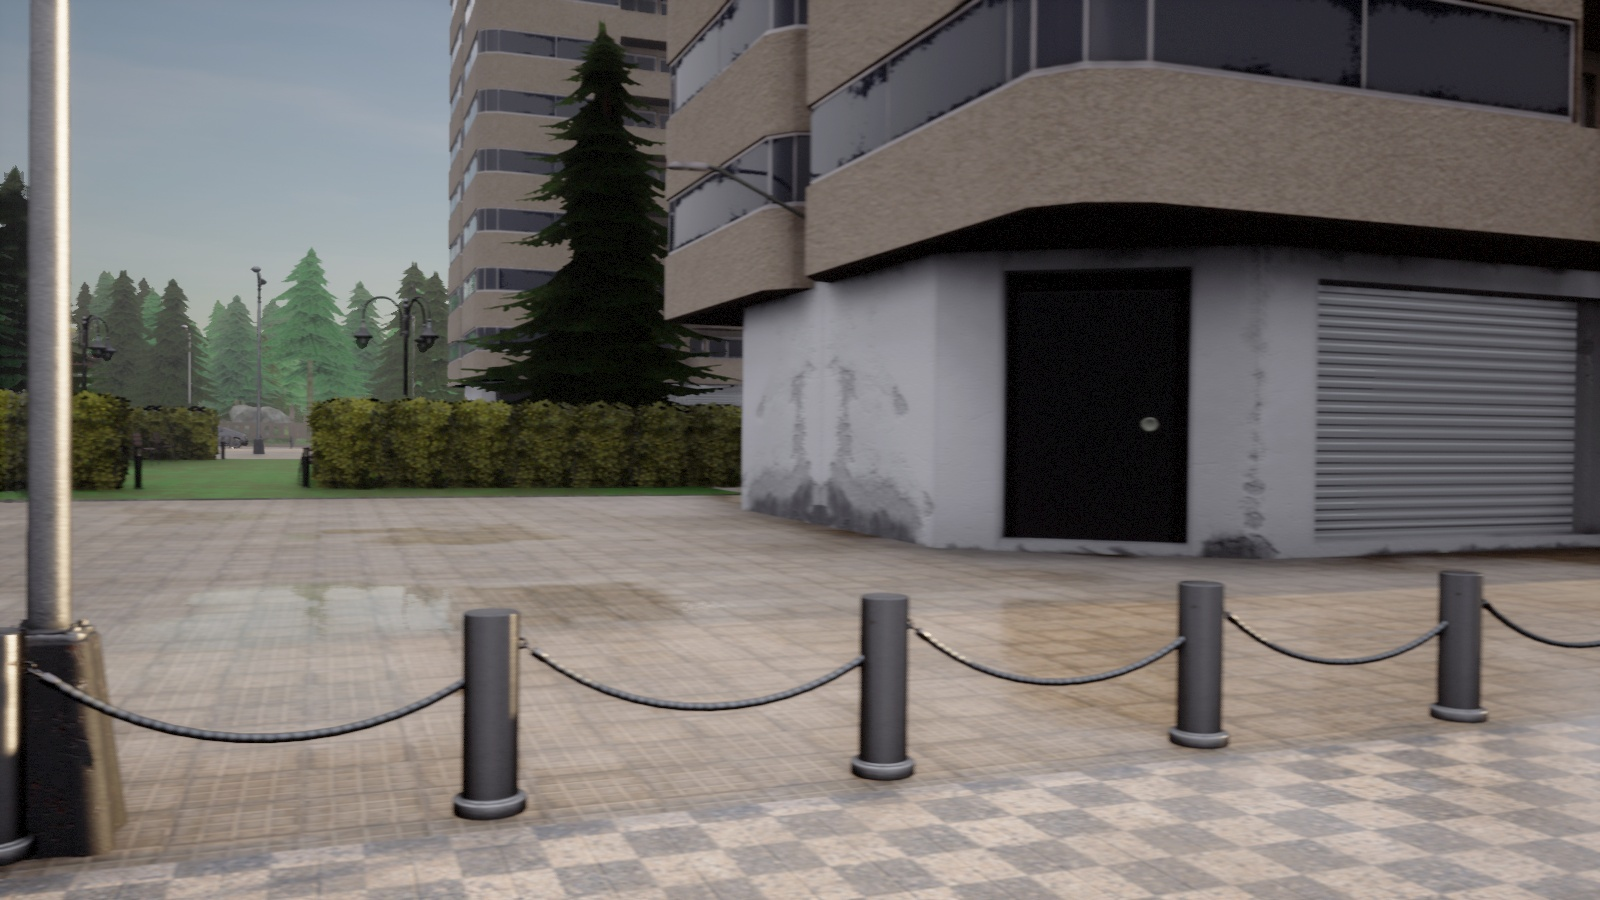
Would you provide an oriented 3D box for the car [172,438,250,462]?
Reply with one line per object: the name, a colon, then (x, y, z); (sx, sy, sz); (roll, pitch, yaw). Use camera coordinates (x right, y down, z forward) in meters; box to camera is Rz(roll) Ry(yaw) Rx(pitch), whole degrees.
car: (-36.196, -0.004, 77.253); (4.181, 1.385, 1.994); (-1, 1, -21)
